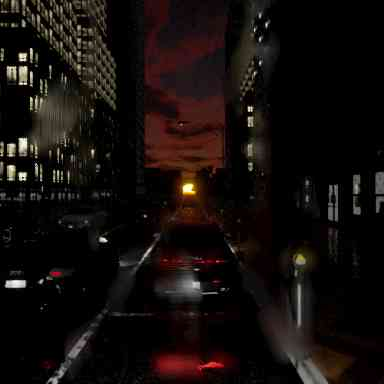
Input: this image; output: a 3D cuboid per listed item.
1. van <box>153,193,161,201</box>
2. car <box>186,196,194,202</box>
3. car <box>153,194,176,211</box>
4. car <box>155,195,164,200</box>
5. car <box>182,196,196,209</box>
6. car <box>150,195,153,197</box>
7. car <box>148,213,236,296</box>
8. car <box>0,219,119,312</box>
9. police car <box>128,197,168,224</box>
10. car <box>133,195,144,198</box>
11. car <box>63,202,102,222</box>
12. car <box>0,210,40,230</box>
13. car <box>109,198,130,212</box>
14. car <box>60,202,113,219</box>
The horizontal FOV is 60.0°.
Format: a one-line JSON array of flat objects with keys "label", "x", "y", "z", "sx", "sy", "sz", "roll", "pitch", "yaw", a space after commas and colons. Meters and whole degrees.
[{"label": "van", "x": -8.831, "y": 1.285, "z": 84.106, "sx": 1.690, "sy": 1.788, "sz": 3.998, "roll": 0, "pitch": 0, "yaw": 0}, {"label": "car", "x": -0.452, "y": 1.533, "z": 78.399, "sx": 1.802, "sy": 1.307, "sz": 4.206, "roll": 0, "pitch": 0, "yaw": 0}, {"label": "car", "x": -3.046, "y": 1.337, "z": 39.788, "sx": 2.097, "sy": 1.767, "sz": 4.553, "roll": 0, "pitch": 0, "yaw": 0}, {"label": "car", "x": -8.832, "y": 1.504, "z": 89.799, "sx": 1.947, "sy": 1.339, "sz": 4.313, "roll": 0, "pitch": 0, "yaw": 0}, {"label": "car", "x": -0.452, "y": 1.548, "z": 44.248, "sx": 1.947, "sy": 1.339, "sz": 4.313, "roll": 0, "pitch": 0, "yaw": 0}, {"label": "car", "x": -8.832, "y": 1.550, "z": 61.338, "sx": 1.802, "sy": 1.307, "sz": 4.206, "roll": 0, "pitch": 0, "yaw": 0}, {"label": "car", "x": 0.000, "y": 1.503, "z": 8.649, "sx": 1.837, "sy": 1.490, "sz": 4.892, "roll": 0, "pitch": 0, "yaw": 0}, {"label": "car", "x": -3.048, "y": 1.563, "z": 7.776, "sx": 1.994, "sy": 1.385, "sz": 4.181, "roll": 0, "pitch": 0, "yaw": 0}, {"label": "police car", "x": -3.144, "y": 1.419, "z": 24.895, "sx": 1.930, "sy": 1.638, "sz": 5.238, "roll": 0, "pitch": 0, "yaw": 0}, {"label": "car", "x": -8.833, "y": 1.523, "z": 49.953, "sx": 1.887, "sy": 1.381, "sz": 4.507, "roll": 0, "pitch": 0, "yaw": 0}, {"label": "car", "x": -8.832, "y": 1.575, "z": 27.183, "sx": 1.802, "sy": 1.307, "sz": 4.206, "roll": 0, "pitch": 0, "yaw": 0}, {"label": "car", "x": -8.833, "y": 1.563, "z": 15.800, "sx": 1.947, "sy": 1.339, "sz": 4.313, "roll": 0, "pitch": 0, "yaw": 0}, {"label": "car", "x": -8.833, "y": 1.537, "z": 38.569, "sx": 2.008, "sy": 1.369, "sz": 4.403, "roll": 0, "pitch": 0, "yaw": 0}, {"label": "car", "x": -6.232, "y": 1.522, "z": 19.391, "sx": 1.812, "sy": 1.442, "sz": 4.674, "roll": 0, "pitch": 0, "yaw": 0}]
